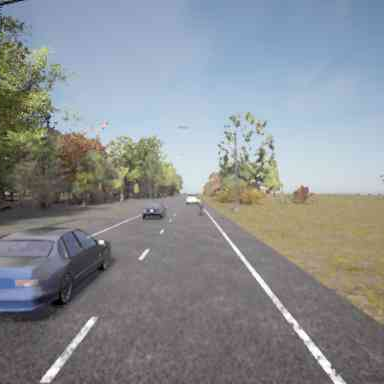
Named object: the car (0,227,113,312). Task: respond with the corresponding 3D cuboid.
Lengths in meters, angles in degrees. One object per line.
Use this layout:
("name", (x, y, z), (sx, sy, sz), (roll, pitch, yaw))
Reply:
("car", (-3.403, 1.572, 8.025), (2.033, 1.411, 5.357), (0, 0, 0))

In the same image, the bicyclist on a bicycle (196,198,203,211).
("bicyclist on a bicycle", (0.980, 1.568, 42.990), (0.866, 1.612, 1.509), (0, 0, 0))

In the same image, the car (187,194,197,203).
("car", (-0.001, 1.465, 78.418), (2.150, 2.045, 5.566), (0, 0, 0))

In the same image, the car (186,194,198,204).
("car", (0.015, 1.421, 67.029), (2.150, 2.045, 5.566), (0, -1, 1))

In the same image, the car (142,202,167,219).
("car", (-3.401, 1.641, 30.664), (2.033, 1.411, 5.357), (0, 0, 0))

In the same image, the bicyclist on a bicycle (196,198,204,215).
("bicyclist on a bicycle", (0.963, 1.554, 33.090), (0.582, 1.620, 1.656), (0, 0, 0))
